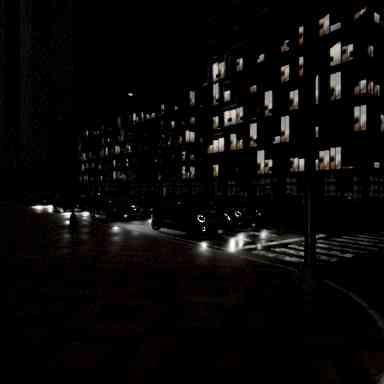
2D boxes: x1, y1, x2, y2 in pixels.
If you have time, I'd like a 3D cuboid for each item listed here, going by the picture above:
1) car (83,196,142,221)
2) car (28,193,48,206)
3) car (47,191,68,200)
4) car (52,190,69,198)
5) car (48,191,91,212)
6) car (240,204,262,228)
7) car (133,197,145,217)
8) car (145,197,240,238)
[{"bbox_3d":[-5.709,1.208,23.514,1.895,1.301,4.718,0,1,-38],"label":"car"},{"bbox_3d":[-17.637,0.817,38.719,1.994,1.385,4.181,0,1,-37],"label":"car"},{"bbox_3d":[-22.630,0.541,55.854,1.895,1.301,4.718,0,1,-38],"label":"car"},{"bbox_3d":[-25.607,0.296,64.901,1.812,1.442,4.674,0,1,-38],"label":"car"},{"bbox_3d":[-11.435,0.943,30.782,1.837,1.490,4.892,0,1,-38],"label":"car"},{"bbox_3d":[1.855,1.104,19.187,2.097,1.767,4.553,0,1,-38],"label":"car"},{"bbox_3d":[-4.022,1.126,26.621,2.033,1.411,5.357,0,1,-38],"label":"car"},{"bbox_3d":[-0.131,1.124,16.456,2.097,1.767,4.553,0,1,-38],"label":"car"}]
